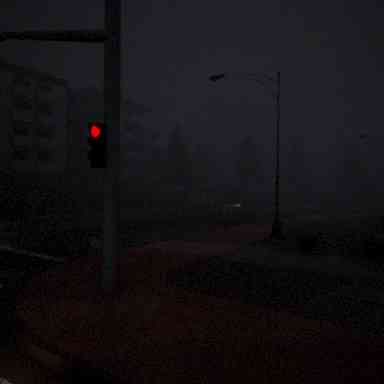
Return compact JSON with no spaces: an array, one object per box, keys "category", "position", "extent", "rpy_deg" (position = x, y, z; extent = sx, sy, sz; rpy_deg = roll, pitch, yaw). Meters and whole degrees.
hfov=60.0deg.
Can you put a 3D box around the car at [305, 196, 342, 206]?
[{"category":"car","position":[19.374,1.351,48.851],"extent":[5.357,1.411,2.033],"rpy_deg":[1,1,-18]}]

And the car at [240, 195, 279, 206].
[{"category":"car","position":[9.531,1.215,46.799],"extent":[5.357,1.411,2.033],"rpy_deg":[2,4,-9]}]

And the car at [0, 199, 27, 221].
[{"category":"car","position":[-12.901,1.169,21.244],"extent":[1.812,1.442,4.674],"rpy_deg":[1,1,24]}]
